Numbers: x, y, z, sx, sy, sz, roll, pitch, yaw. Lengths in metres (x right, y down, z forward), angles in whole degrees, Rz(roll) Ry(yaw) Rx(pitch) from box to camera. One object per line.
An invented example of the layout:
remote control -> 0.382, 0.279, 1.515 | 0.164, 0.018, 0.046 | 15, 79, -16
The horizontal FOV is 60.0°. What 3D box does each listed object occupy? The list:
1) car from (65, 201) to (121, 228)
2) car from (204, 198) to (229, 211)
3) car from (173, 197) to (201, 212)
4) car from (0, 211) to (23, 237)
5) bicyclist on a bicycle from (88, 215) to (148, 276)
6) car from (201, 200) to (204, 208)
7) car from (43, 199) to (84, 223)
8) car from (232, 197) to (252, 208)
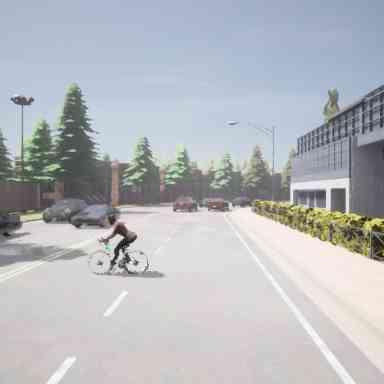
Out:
car -> -6.192, 1.548, 22.248 | 2.033, 1.411, 5.357 | 0, 0, 3
car -> 3.229, 1.478, 39.968 | 1.882, 1.535, 5.008 | 0, 0, 16
car -> -0.687, 1.352, 38.862 | 2.097, 1.767, 4.553 | 0, 0, 13
car -> -10.021, 1.547, 15.433 | 2.033, 1.411, 5.357 | 0, 0, 2
bicyclist on a bicycle -> -1.988, 1.452, 8.933 | 1.656, 1.620, 0.582 | 0, 0, 2
car -> 2.625, 1.564, 48.061 | 1.994, 1.385, 4.181 | 0, 0, 27
car -> -9.510, 1.352, 25.547 | 2.097, 1.767, 4.553 | 0, 0, 4
car -> 7.512, 1.491, 49.516 | 2.128, 1.511, 4.902 | 0, 0, 31
